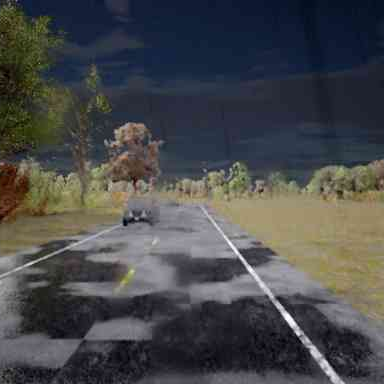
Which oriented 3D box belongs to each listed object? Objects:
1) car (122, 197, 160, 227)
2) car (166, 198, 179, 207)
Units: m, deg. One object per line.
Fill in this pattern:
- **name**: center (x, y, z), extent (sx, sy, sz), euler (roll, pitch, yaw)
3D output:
- **car**: center (-3.600, 1.406, 24.469), extent (2.150, 2.045, 5.566), euler (0, 0, 0)
- **car**: center (-3.505, 1.798, 60.402), extent (2.097, 1.767, 4.553), euler (0, -1, 0)
